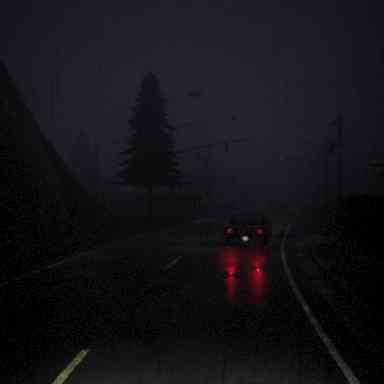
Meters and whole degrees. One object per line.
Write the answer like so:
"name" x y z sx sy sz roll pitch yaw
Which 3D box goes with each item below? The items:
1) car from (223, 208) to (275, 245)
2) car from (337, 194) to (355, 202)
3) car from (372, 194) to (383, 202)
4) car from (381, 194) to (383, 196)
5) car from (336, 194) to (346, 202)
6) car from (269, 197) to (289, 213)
"car" 2.787 1.651 15.892 1.895 1.301 4.718 0 0 16
"car" 38.456 1.457 83.361 3.866 1.878 1.905 0 0 18
"car" 44.953 1.497 77.839 4.605 1.855 1.932 0 0 18
"car" 40.489 1.649 66.187 4.514 1.523 2.007 0 0 18
"car" 36.862 1.726 80.378 3.806 1.475 1.970 0 0 18
"car" 10.514 1.496 40.107 2.097 1.767 4.553 0 0 18
